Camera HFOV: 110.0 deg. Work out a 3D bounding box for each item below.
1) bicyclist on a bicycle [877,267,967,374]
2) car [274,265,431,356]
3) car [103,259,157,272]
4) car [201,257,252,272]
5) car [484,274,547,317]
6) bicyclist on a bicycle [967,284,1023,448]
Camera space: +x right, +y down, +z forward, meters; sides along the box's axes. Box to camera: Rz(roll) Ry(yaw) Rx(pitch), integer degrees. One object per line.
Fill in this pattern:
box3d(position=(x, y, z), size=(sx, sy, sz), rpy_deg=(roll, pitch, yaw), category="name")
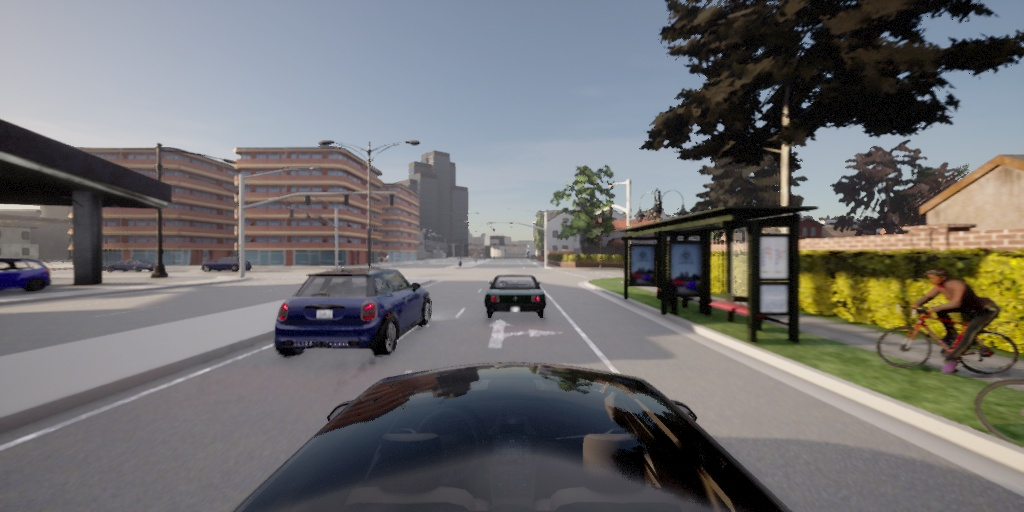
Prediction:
box3d(position=(6.658, 0.996, 5.490), size=(1.656, 1.620, 0.582), rpy_deg=(0, 6, 18), category="bicyclist on a bicycle")
box3d(position=(-3.402, 1.061, 8.638), size=(2.097, 1.767, 4.553), rpy_deg=(0, 0, 0), category="car")
box3d(position=(-42.227, 1.075, 39.913), size=(5.357, 1.411, 2.033), rpy_deg=(0, 0, -1), category="car")
box3d(position=(-31.868, 0.882, 40.076), size=(4.553, 1.767, 2.097), rpy_deg=(0, 0, -1), category="car")
box3d(position=(0.105, 1.290, 12.839), size=(1.895, 1.301, 4.718), rpy_deg=(0, 0, 0), category="car")
box3d(position=(5.334, 1.078, 3.101), size=(0.582, 1.620, 1.656), rpy_deg=(0, 0, -42), category="bicyclist on a bicycle")
